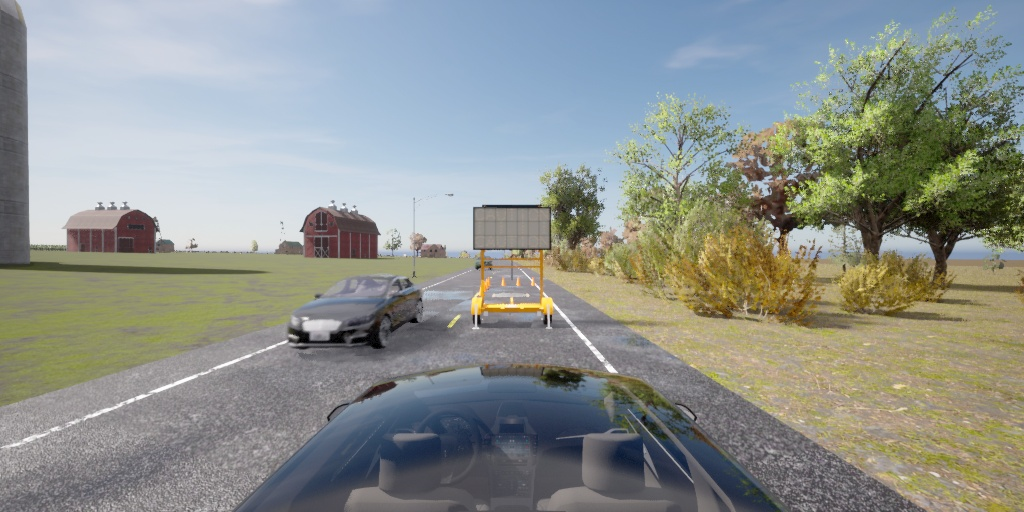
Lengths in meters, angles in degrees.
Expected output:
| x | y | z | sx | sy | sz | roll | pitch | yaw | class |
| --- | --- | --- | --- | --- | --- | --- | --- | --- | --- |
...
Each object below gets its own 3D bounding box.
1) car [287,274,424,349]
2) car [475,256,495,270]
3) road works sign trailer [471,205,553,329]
| x | y | z | sx | sy | sz | roll | pitch | yaw | class |
| --- | --- | --- | --- | --- | --- | --- | --- | --- | --- |
| -3.617 | 1.240 | 9.183 | 2.128 | 1.511 | 4.902 | 0 | 0 | 0 | car |
| -4.040 | 0.971 | 51.420 | 2.150 | 2.045 | 5.566 | 0 | 0 | -1 | car |
| 0.000 | 0.213 | 11.192 | 2.380 | 3.560 | 2.880 | 0 | 0 | 0 | road works sign trailer |
